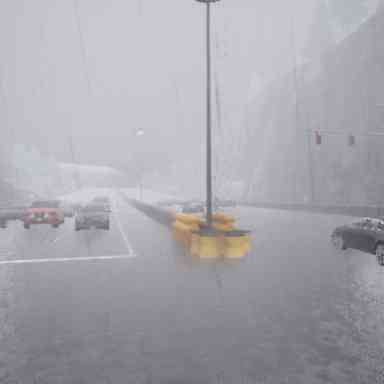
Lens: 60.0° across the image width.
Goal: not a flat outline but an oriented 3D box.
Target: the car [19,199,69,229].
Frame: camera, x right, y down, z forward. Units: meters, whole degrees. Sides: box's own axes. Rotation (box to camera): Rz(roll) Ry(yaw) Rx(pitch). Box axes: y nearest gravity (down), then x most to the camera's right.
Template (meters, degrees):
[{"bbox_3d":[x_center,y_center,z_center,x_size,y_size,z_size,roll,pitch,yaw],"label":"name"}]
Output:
[{"bbox_3d":[-10.797,1.528,24.749,2.150,2.045,5.566,0,0,-14],"label":"car"}]

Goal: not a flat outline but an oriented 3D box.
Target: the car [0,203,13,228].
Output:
[{"bbox_3d":[-13.602,1.647,21.555,2.097,1.767,4.553,0,0,-14],"label":"car"}]

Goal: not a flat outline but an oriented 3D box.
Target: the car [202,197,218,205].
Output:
[{"bbox_3d":[3.690,1.772,68.963,1.837,1.490,4.892,0,0,-14],"label":"car"}]

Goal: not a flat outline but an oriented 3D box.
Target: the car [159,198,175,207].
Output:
[{"bbox_3d":[-4.777,1.971,59.506,1.895,1.301,4.718,0,0,-13],"label":"car"}]

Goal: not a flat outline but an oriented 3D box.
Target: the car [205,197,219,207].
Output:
[{"bbox_3d":[2.670,1.886,58.410,1.812,1.442,4.674,0,0,-14],"label":"car"}]

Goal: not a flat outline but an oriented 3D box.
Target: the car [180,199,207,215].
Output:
[{"bbox_3d":[0.231,1.887,39.357,1.812,1.442,4.674,0,0,-14],"label":"car"}]

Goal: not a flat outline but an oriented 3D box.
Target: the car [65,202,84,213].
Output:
[{"bbox_3d":[-15.527,2.017,44.066,1.895,1.301,4.718,0,0,-14],"label":"car"}]

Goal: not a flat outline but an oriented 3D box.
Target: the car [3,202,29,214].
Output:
[{"bbox_3d":[-22.306,2.034,42.317,1.895,1.301,4.718,0,0,-14],"label":"car"}]

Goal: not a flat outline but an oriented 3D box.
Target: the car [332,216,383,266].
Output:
[{"bbox_3d":[6.816,1.593,11.909,2.128,1.511,4.902,0,-1,-3],"label":"car"}]

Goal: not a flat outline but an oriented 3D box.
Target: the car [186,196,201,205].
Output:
[{"bbox_3d":[0.298,1.657,68.101,2.097,1.767,4.553,0,0,-14],"label":"car"}]

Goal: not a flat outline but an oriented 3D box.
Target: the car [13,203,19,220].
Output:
[{"bbox_3d":[-15.735,1.873,30.145,1.837,1.490,4.892,0,0,-14],"label":"car"}]

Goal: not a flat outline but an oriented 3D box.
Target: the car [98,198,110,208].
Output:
[{"bbox_3d":[-14.925,1.874,56.638,1.882,1.535,5.008,0,0,-13],"label":"car"}]

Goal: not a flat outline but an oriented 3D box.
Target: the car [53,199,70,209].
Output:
[{"bbox_3d":[-22.021,1.957,56.238,2.033,1.411,5.357,0,0,-14],"label":"car"}]

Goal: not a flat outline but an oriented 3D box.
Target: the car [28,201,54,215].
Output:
[{"bbox_3d":[-18.223,1.898,40.334,1.882,1.535,5.008,0,0,-14],"label":"car"}]

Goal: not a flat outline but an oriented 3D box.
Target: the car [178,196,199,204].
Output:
[{"bbox_3d":[-0.630,1.847,57.173,1.882,1.535,5.008,0,0,-14],"label":"car"}]

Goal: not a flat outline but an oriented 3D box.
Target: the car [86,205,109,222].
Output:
[{"bbox_3d":[-8.855,1.950,31.489,1.895,1.301,4.718,0,0,-14],"label":"car"}]

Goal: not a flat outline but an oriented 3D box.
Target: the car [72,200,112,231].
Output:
[{"bbox_3d":[-6.687,1.626,22.763,2.097,1.767,4.553,0,0,-14],"label":"car"}]

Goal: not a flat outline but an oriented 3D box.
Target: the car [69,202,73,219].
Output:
[{"bbox_3d":[-13.122,1.910,34.219,1.812,1.442,4.674,0,0,-14],"label":"car"}]

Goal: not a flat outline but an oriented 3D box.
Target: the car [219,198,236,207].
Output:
[{"bbox_3d":[6.168,1.830,58.842,1.882,1.535,5.008,0,0,-14],"label":"car"}]

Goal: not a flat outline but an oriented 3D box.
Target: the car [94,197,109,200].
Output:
[{"bbox_3d":[-11.377,1.623,41.829,2.150,2.045,5.566,0,0,-14],"label":"car"}]

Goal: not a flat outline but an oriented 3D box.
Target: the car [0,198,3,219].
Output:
[{"bbox_3d":[-19.438,1.608,30.530,2.150,2.045,5.566,0,0,-14],"label":"car"}]

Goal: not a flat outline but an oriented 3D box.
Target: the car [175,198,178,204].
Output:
[{"bbox_3d":[-3.109,1.886,67.299,1.994,1.385,4.181,0,0,-14],"label":"car"}]
